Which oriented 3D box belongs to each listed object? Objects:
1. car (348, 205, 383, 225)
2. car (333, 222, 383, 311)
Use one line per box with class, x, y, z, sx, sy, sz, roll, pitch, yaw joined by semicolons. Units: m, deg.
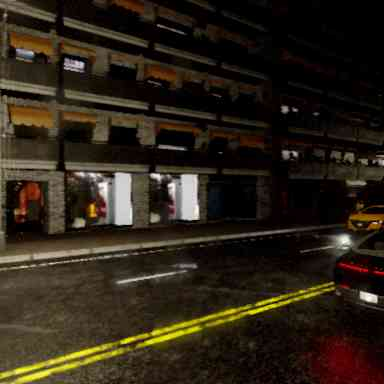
car;11.131;1.514;19.485;5.008;1.535;1.882;0;0;-35
car;4.911;1.504;6.944;4.892;1.490;1.837;0;0;-35
